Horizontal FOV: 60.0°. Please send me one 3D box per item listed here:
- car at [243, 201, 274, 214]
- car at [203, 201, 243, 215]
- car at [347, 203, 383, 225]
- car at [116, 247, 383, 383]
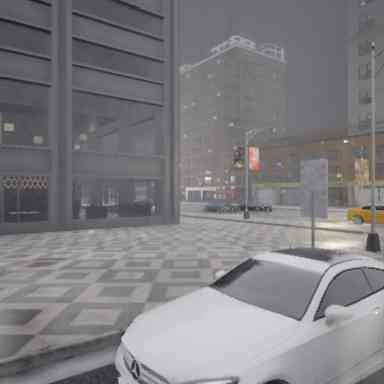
[{"bbox_3d":[6.643,1.687,36.523,1.895,1.301,4.718,0,0,-36],"label":"car"},{"bbox_3d":[3.066,1.657,35.929,1.994,1.385,4.181,0,0,-36],"label":"car"},{"bbox_3d":[12.834,1.505,21.931,1.882,1.535,5.008,0,0,-31],"label":"car"},{"bbox_3d":[1.370,1.524,4.319,4.674,1.442,1.812,0,0,-35],"label":"car"}]
